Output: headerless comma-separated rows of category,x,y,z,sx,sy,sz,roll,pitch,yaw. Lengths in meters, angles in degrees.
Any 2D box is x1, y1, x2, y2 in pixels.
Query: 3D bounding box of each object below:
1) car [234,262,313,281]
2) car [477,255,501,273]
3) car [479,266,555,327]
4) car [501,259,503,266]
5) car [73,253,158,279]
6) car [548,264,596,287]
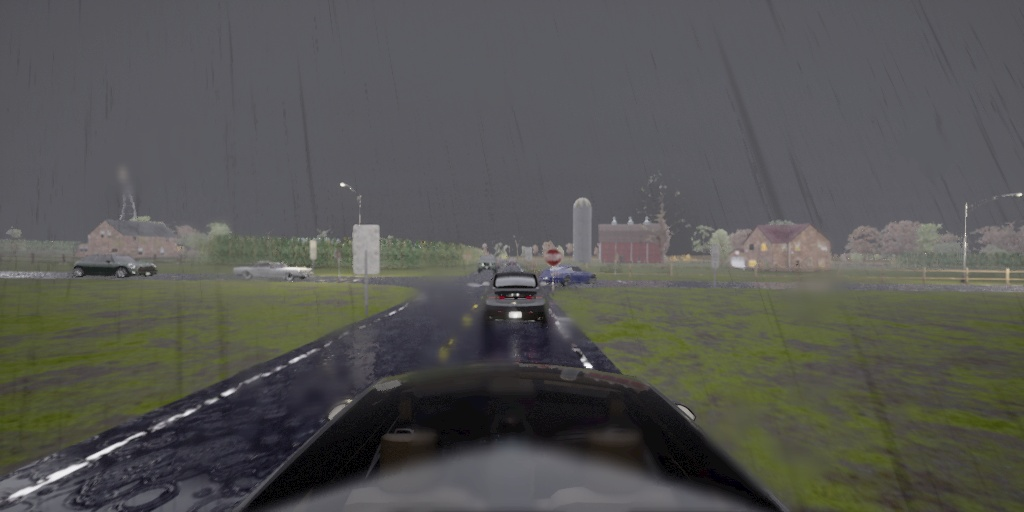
car,-17.200,1.086,26.107,4.718,1.301,1.895,1,1,0
car,-2.860,0.900,42.979,2.150,2.045,5.566,0,0,0
car,0.096,1.232,11.447,1.837,1.490,4.892,0,0,0
car,-2.841,1.144,56.449,1.882,1.535,5.008,0,0,0
car,-28.695,0.666,26.062,4.553,1.767,2.097,1,1,0
car,3.863,1.287,24.411,4.674,1.442,1.812,2,0,-44
